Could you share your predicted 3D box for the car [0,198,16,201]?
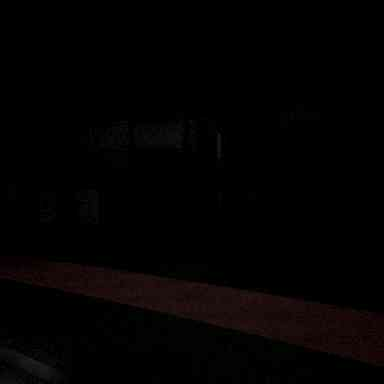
[{"bbox_3d":[-18.219,1.346,31.404,1.837,1.490,4.892,0,0,23],"label":"car"}]
